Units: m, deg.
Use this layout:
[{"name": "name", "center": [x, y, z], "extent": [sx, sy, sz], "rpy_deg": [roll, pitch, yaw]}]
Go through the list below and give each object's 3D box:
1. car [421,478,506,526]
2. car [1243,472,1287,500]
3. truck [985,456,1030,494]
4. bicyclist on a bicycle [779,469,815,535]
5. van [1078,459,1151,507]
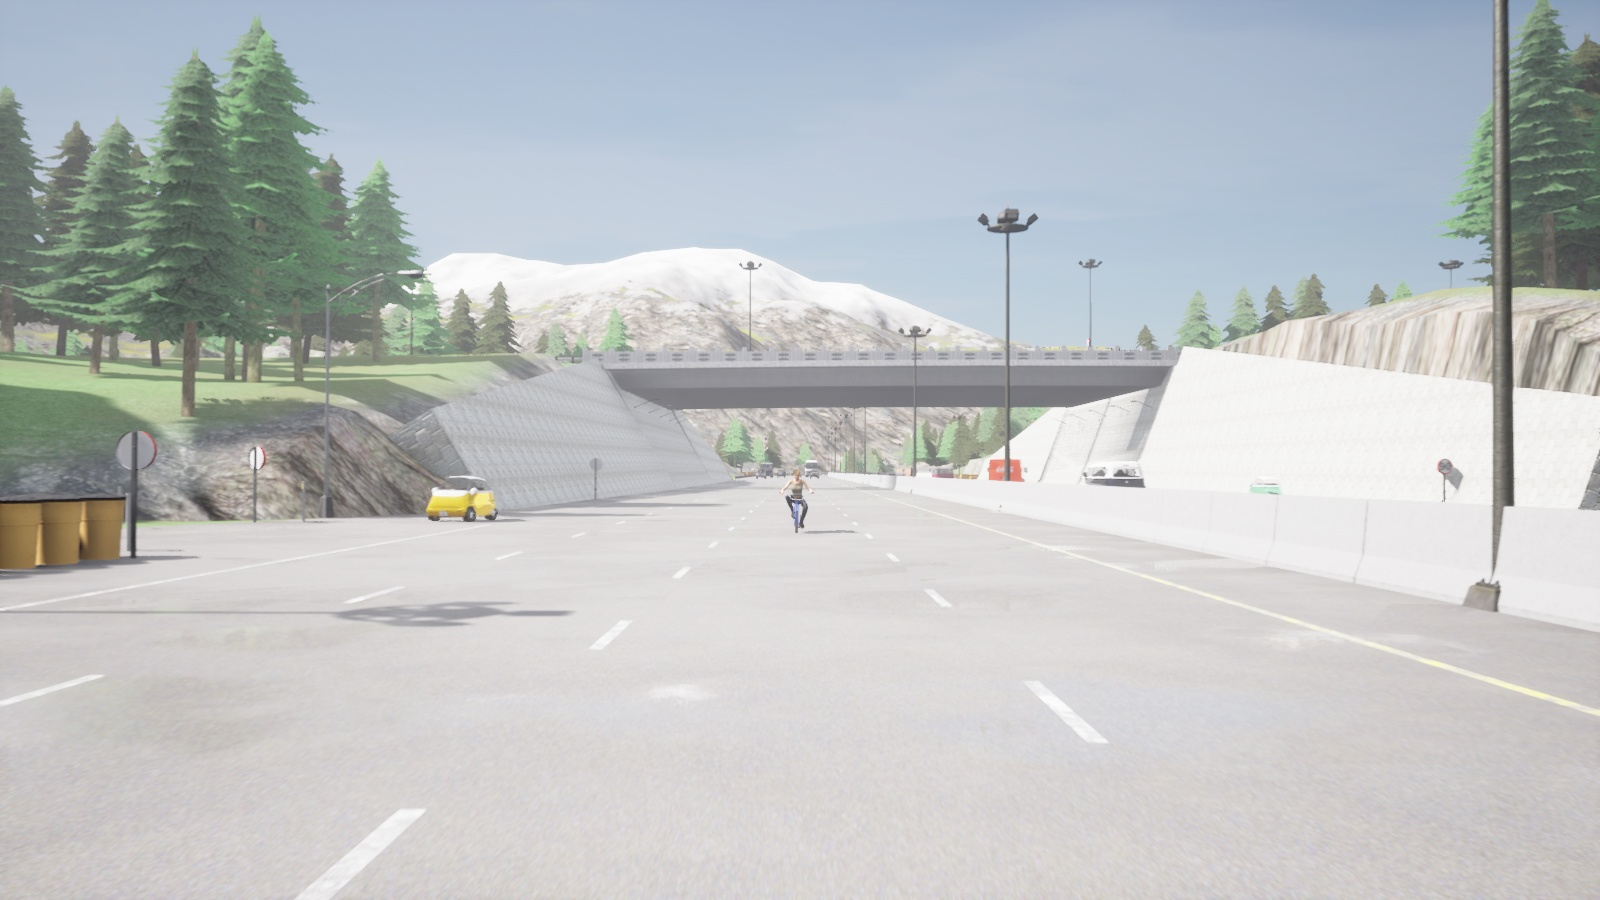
[{"name": "car", "center": [-10.129, 1.544, 37.879], "extent": [1.481, 1.376, 2.207], "rpy_deg": [0, -1, 19]}, {"name": "car", "center": [24.341, 1.873, 65.768], "extent": [1.481, 1.376, 2.207], "rpy_deg": [0, 0, 0]}, {"name": "truck", "center": [14.521, 1.735, 87.476], "extent": [2.627, 2.467, 5.204], "rpy_deg": [-1, -1, 14]}, {"name": "bicyclist on a bicycle", "center": [-0.072, 1.279, 31.522], "extent": [0.866, 1.612, 1.509], "rpy_deg": [0, -1, 0]}, {"name": "van", "center": [13.864, 1.416, 55.660], "extent": [2.069, 2.038, 4.480], "rpy_deg": [0, -1, 0]}]
